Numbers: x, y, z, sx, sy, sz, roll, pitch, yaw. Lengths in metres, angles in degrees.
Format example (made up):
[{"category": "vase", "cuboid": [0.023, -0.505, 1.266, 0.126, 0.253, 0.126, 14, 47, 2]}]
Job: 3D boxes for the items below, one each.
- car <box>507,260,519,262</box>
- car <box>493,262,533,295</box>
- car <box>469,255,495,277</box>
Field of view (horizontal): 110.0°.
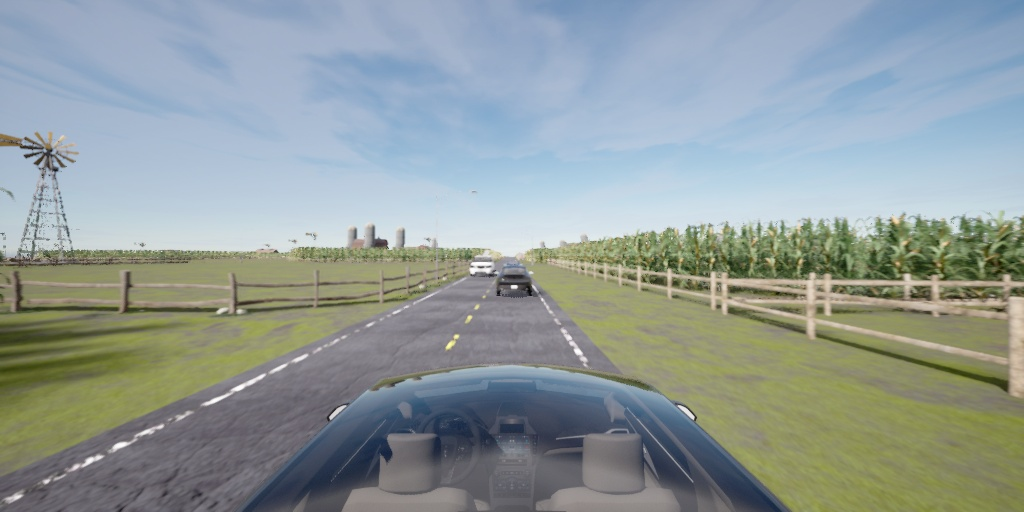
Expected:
[{"category": "car", "cuboid": [0.126, 1.223, 38.948, 2.128, 1.511, 4.902, 0, 0, 0]}, {"category": "car", "cuboid": [0.113, 1.250, 19.707, 1.837, 1.490, 4.892, 0, 0, 0]}, {"category": "car", "cuboid": [-2.818, 0.955, 35.084, 2.150, 2.045, 5.566, 0, 0, 0]}]
